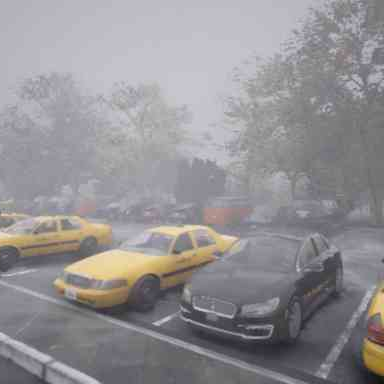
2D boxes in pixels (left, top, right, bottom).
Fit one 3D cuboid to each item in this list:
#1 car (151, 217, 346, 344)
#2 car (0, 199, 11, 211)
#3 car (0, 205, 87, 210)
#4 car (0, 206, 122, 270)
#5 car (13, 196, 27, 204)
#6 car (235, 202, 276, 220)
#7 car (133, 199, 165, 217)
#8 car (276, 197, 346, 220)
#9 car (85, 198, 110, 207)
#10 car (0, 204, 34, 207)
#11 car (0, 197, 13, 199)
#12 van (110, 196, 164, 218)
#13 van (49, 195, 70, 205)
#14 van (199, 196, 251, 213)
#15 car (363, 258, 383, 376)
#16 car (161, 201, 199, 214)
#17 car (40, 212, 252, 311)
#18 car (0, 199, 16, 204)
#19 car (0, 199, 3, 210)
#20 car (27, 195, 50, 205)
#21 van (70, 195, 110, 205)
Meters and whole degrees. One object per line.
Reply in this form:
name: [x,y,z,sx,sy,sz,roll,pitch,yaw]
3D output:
car: [1.712,1.547,6.809,2.231,1.521,4.892,0,0,36]
car: [-26.493,1.742,43.368,2.002,1.452,4.674,0,0,36]
car: [-7.175,1.523,13.465,1.946,1.575,5.366,0,0,36]
car: [-5.244,1.524,11.609,1.946,1.575,5.366,0,0,36]
car: [-15.291,1.366,35.225,2.435,2.045,5.566,0,0,36]
car: [4.897,1.556,20.609,2.163,1.488,4.792,0,0,36]
car: [-1.796,1.554,25.526,2.163,1.488,4.792,0,0,36]
car: [7.174,1.282,19.031,2.435,2.045,5.566,0,0,36]
car: [-6.296,1.550,28.754,2.097,1.535,5.008,0,0,36]
car: [-9.529,1.531,14.933,2.231,1.521,4.892,0,0,36]
car: [-19.765,1.651,38.493,2.097,1.535,5.008,0,0,36]
van: [-4.107,1.310,27.029,1.878,1.987,4.442,0,0,36]
van: [-10.856,1.358,31.905,1.878,1.987,4.442,0,0,36]
van: [2.638,1.296,22.423,1.878,1.987,4.442,0,0,36]
car: [4.066,1.550,5.326,1.946,1.575,5.366,0,0,36]
car: [0.342,1.550,23.978,2.163,1.488,4.792,0,0,36]
car: [-0.648,1.536,8.282,1.946,1.575,5.366,0,0,36]
car: [-11.759,1.416,16.593,2.185,1.767,4.553,0,0,36]
car: [-28.740,1.719,44.991,2.097,1.535,5.008,0,0,36]
car: [-13.047,1.349,33.601,2.435,2.045,5.566,0,0,36]
van: [-8.475,1.341,30.469,1.878,1.987,4.442,0,0,36]
